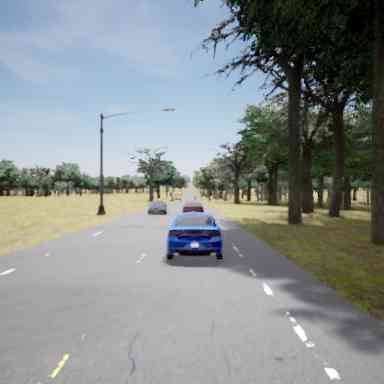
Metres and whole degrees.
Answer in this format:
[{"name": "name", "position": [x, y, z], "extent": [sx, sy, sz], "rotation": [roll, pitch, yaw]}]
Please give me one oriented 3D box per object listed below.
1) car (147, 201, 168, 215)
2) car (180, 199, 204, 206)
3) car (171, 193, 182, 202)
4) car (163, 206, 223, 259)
[{"name": "car", "position": [-3.587, 1.650, 35.370], "extent": [1.812, 1.442, 4.674], "rotation": [0, 0, 0]}, {"name": "car", "position": [0.101, 1.581, 30.462], "extent": [1.882, 1.535, 5.008], "rotation": [0, 0, 0]}, {"name": "car", "position": [-3.483, 1.310, 75.748], "extent": [2.150, 2.045, 5.566], "rotation": [0, 0, 0]}, {"name": "car", "position": [0.093, 1.519, 12.853], "extent": [1.882, 1.535, 5.008], "rotation": [0, 0, 0]}]
